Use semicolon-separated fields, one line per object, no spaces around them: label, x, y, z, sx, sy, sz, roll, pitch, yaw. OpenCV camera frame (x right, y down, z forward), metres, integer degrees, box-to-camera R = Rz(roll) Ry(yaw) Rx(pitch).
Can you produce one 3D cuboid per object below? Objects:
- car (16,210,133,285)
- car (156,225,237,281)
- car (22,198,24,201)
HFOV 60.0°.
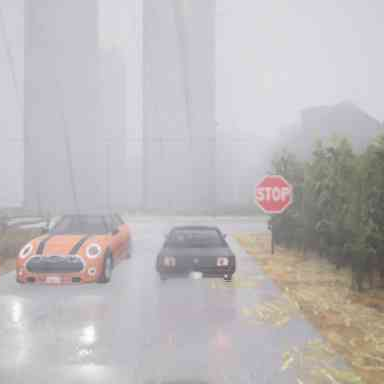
car;-3.101;1.381;9.682;2.097;1.767;4.553;0;0;0
car;0.099;1.630;9.860;1.895;1.301;4.718;0;0;0
car;-37.245;1.501;77.005;3.866;1.878;1.905;0;0;0
